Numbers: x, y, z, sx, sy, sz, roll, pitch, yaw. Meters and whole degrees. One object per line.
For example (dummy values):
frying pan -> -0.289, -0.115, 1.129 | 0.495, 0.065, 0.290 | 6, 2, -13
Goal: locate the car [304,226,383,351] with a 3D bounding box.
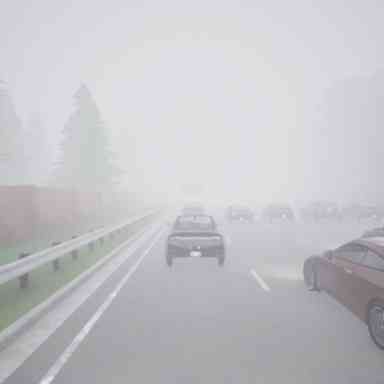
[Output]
car -> 3.588, 1.550, 6.053 | 1.812, 1.442, 4.674 | 0, 0, 0

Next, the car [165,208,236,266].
car -> 0.104, 1.539, 11.772 | 2.128, 1.511, 4.902 | 0, 0, 0

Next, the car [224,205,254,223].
car -> 3.607, 1.709, 26.625 | 1.895, 1.301, 4.718 | 0, 0, 0

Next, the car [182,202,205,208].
car -> 0.109, 1.598, 29.726 | 1.882, 1.535, 5.008 | 0, 0, 0

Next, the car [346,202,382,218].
car -> 14.108, 1.618, 28.118 | 1.837, 1.490, 4.892 | 0, 0, 0

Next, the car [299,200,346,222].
car -> 10.609, 1.464, 27.800 | 2.097, 1.767, 4.553 | 0, 0, 0

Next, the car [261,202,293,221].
car -> 7.108, 1.618, 28.124 | 1.837, 1.490, 4.892 | 0, 0, 0

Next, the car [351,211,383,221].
car -> 7.103, 1.547, 10.319 | 1.837, 1.490, 4.892 | 0, 0, 0

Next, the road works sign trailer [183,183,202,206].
road works sign trailer -> 0.011, 0.633, 41.620 | 2.380, 3.560, 2.880 | 0, 0, 0
